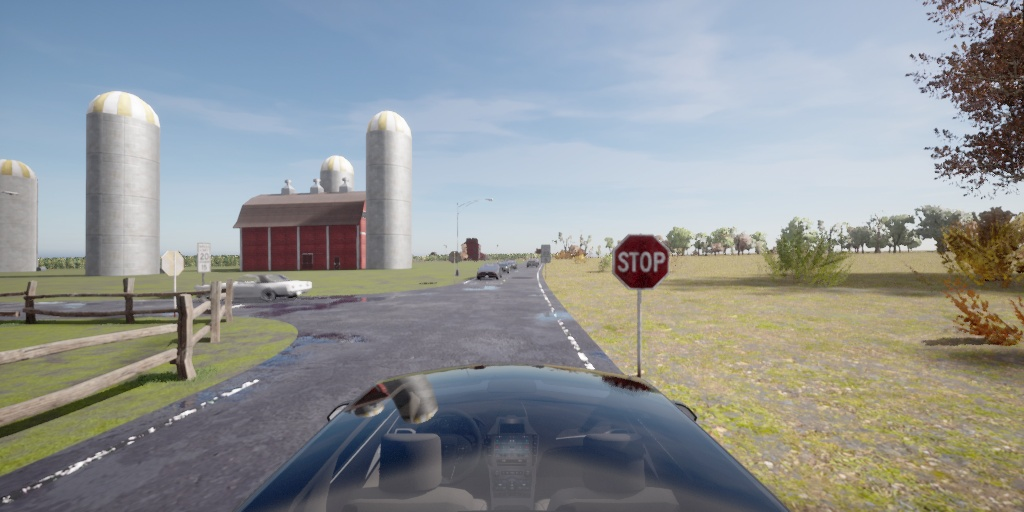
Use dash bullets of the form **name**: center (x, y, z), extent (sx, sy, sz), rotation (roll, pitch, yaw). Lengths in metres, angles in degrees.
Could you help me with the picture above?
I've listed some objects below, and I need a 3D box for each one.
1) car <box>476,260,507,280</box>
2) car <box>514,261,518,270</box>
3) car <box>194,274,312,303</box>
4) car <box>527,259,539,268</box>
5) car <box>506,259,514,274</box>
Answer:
- **car**: center (-1.888, 1.297, 31.720), extent (2.033, 1.411, 5.357), rotation (0, 0, 3)
- **car**: center (-0.266, 1.224, 51.844), extent (2.128, 1.511, 4.902), rotation (0, 0, 6)
- **car**: center (-12.654, 1.551, 17.567), extent (4.718, 1.301, 1.895), rotation (-1, 0, 0)
- **car**: center (3.525, 1.211, 61.591), extent (2.128, 1.511, 4.902), rotation (0, 0, 6)
- **car**: center (-1.193, 1.307, 41.578), extent (1.994, 1.385, 4.181), rotation (0, 0, 4)
